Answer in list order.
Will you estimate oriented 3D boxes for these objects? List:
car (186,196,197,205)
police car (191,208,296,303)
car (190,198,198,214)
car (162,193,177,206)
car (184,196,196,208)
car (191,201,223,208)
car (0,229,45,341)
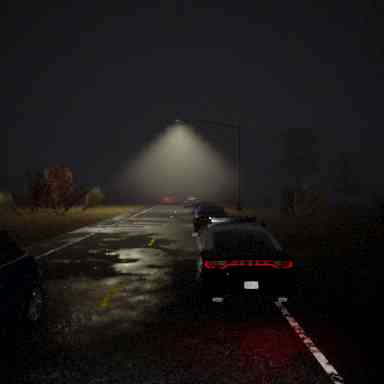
[{"bbox_3d":[-0.143,1.407,59.126,1.812,1.442,4.674,0,0,0],"label":"car"},{"bbox_3d":[1.031,1.419,8.397,1.930,1.638,5.238,0,0,0],"label":"police car"},{"bbox_3d":[0.995,1.450,24.290,1.882,1.535,5.008,0,0,0],"label":"car"},{"bbox_3d":[-3.640,1.119,54.352,2.150,2.045,5.566,0,0,0],"label":"car"},{"bbox_3d":[-0.072,1.415,45.792,2.128,1.511,4.902,0,0,0],"label":"car"},{"bbox_3d":[1.008,1.488,18.288,1.837,1.490,4.892,0,0,0],"label":"car"},{"bbox_3d":[-3.609,1.350,3.887,2.097,1.767,4.553,0,0,0],"label":"car"}]
